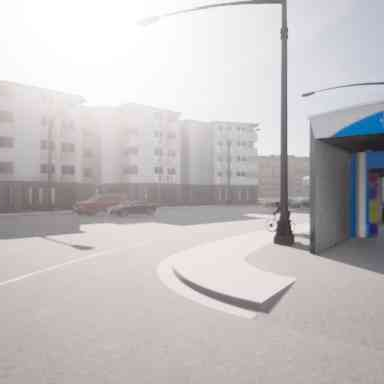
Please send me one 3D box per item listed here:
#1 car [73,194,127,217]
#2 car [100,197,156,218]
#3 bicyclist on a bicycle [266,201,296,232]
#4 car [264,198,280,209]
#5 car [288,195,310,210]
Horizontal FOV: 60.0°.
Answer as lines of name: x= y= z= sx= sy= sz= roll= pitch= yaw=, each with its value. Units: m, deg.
car: x=-8.672 y=1.228 z=32.285 sx=2.150 sy=2.045 sz=5.566 roll=0 pitch=0 yaw=43
car: x=-5.495 y=1.497 z=30.488 sx=2.128 sy=1.511 sz=4.902 roll=0 pitch=0 yaw=44
bicyclist on a bicycle: x=4.588 y=1.302 z=17.311 sx=1.656 sy=1.620 sz=0.582 roll=0 pitch=0 yaw=38
car: x=12.317 y=1.529 z=46.481 sx=4.674 sy=1.442 sz=1.812 roll=0 pitch=0 yaw=-20
car: x=15.136 y=1.511 z=43.805 sx=4.892 sy=1.490 sz=1.837 roll=1 pitch=0 yaw=-19
